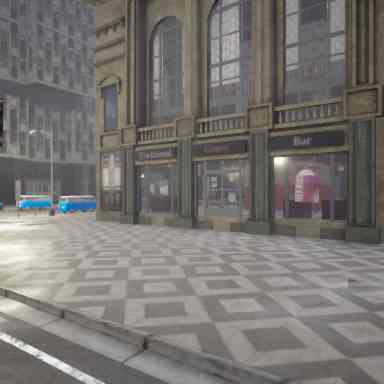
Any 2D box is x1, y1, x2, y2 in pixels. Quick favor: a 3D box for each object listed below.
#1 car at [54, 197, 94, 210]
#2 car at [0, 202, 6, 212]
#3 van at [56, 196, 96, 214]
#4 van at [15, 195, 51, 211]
[{"bbox_3d":[-15.375,1.466,43.544,1.752,1.417,4.829,0,0,36],"label":"car"},{"bbox_3d":[-21.822,1.513,34.550,2.008,1.369,4.403,0,0,36],"label":"car"},{"bbox_3d":[-11.619,1.282,34.150,1.690,1.788,3.998,0,0,36],"label":"van"},{"bbox_3d":[-18.549,1.292,39.116,1.690,1.788,3.998,0,0,36],"label":"van"}]
